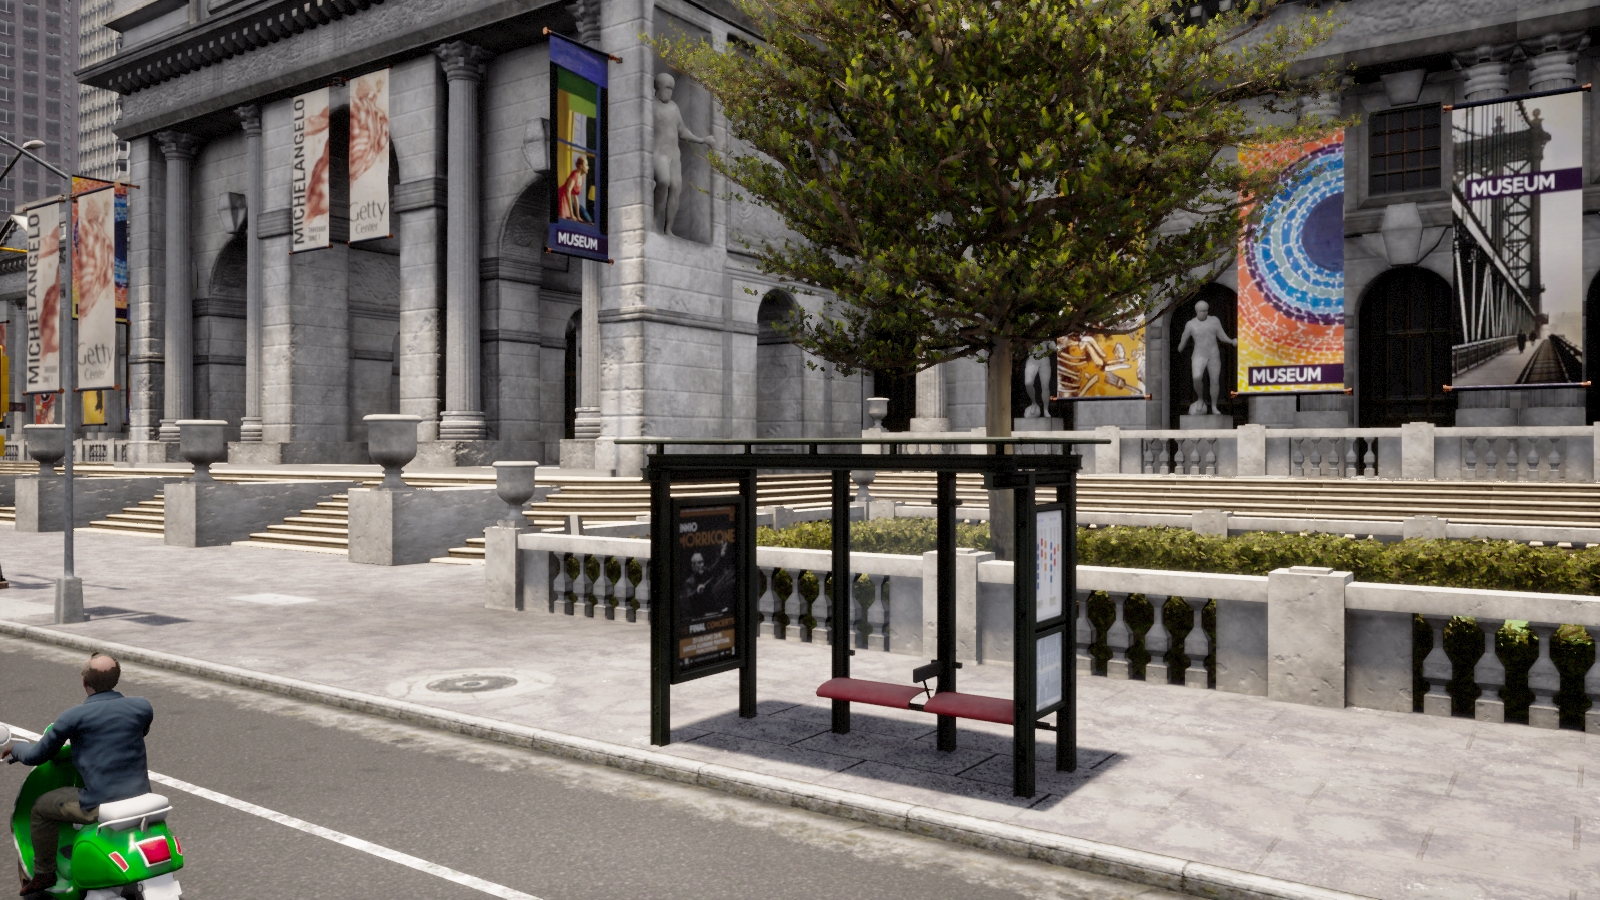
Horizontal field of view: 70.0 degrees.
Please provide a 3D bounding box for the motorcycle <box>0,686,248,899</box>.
[{"bbox_3d":[-4.138,2.179,6.693,1.805,1.236,0.856,0,0,35],"label":"motorcycle"}]
